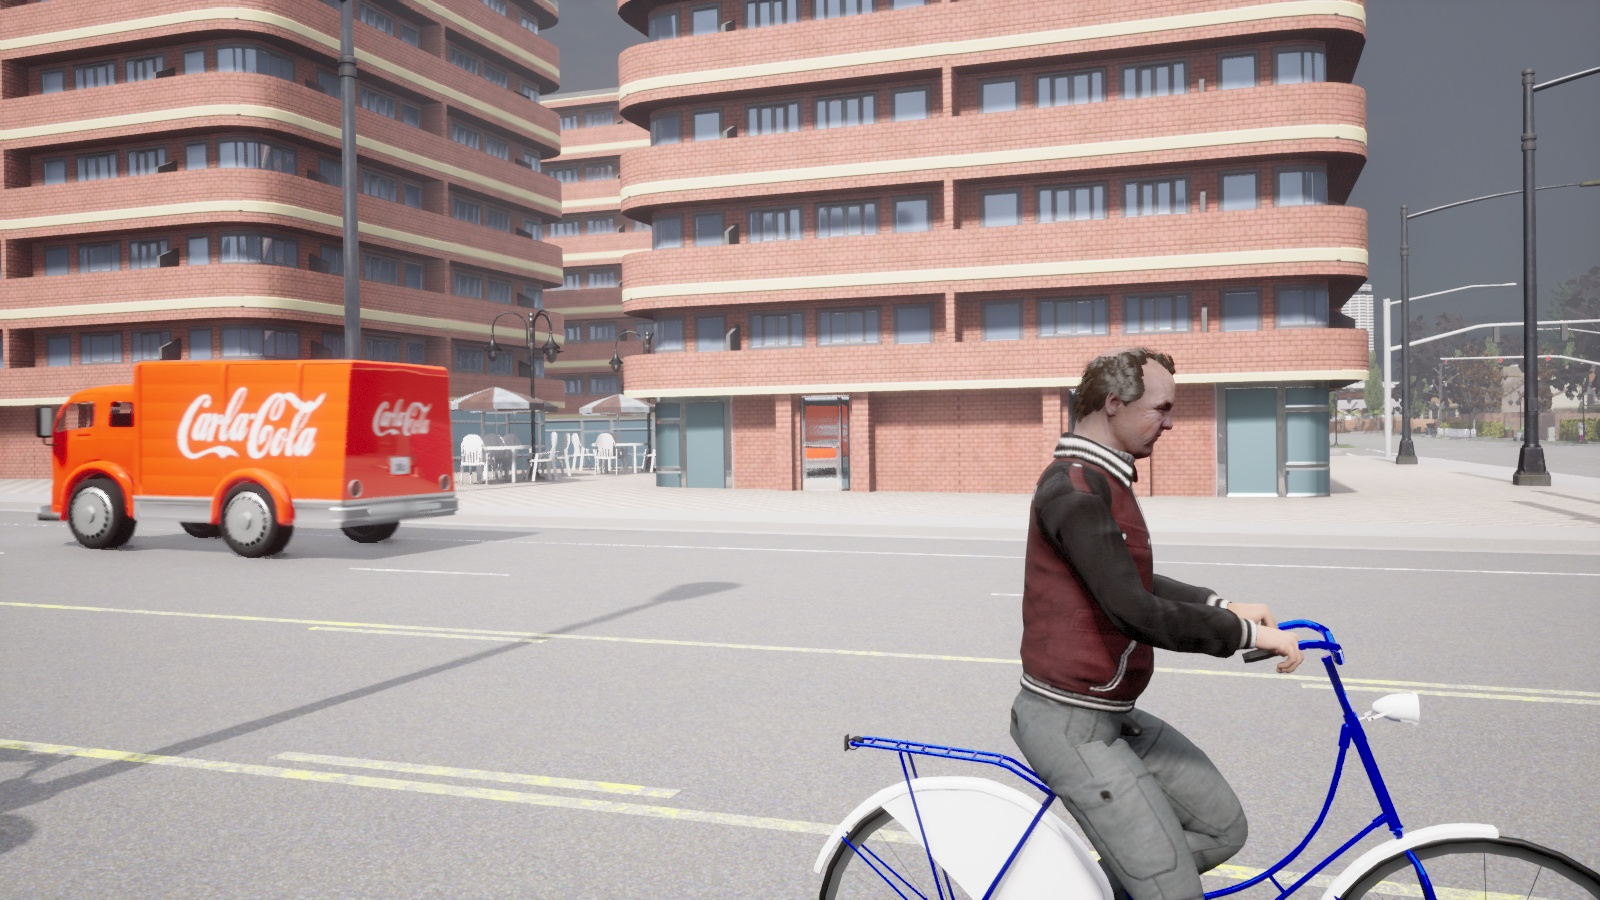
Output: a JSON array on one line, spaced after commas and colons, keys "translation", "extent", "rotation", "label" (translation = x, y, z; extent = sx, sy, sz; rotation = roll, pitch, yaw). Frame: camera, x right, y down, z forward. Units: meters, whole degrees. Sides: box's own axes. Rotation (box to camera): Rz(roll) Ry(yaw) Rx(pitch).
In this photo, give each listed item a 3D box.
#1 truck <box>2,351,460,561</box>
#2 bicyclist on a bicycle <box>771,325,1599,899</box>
[{"translation": [-7.571, 0.012, 16.869], "extent": [5.204, 2.467, 2.627], "rotation": [1, 1, 19], "label": "truck"}, {"translation": [0.914, 0.654, 2.814], "extent": [1.843, 1.776, 0.659], "rotation": [0, 1, 18], "label": "bicyclist on a bicycle"}]
